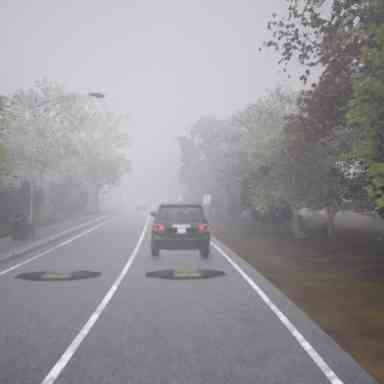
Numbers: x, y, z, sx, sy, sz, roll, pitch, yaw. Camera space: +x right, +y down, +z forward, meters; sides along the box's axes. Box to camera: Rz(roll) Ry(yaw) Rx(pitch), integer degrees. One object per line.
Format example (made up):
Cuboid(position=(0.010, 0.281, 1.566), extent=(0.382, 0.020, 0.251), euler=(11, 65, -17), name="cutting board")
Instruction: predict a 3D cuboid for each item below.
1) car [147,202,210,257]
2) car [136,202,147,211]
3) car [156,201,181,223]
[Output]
Cuboid(position=(-0.570, 1.421, 13.945), extent=(2.150, 2.045, 5.566), euler=(1, 0, -5), name="car")
Cuboid(position=(-8.544, 2.534, 56.638), extent=(1.837, 1.490, 4.892), euler=(1, -4, -6), name="car")
Cuboid(position=(-2.178, 1.750, 29.894), extent=(2.097, 1.767, 4.553), euler=(1, -1, -6), name="car")
